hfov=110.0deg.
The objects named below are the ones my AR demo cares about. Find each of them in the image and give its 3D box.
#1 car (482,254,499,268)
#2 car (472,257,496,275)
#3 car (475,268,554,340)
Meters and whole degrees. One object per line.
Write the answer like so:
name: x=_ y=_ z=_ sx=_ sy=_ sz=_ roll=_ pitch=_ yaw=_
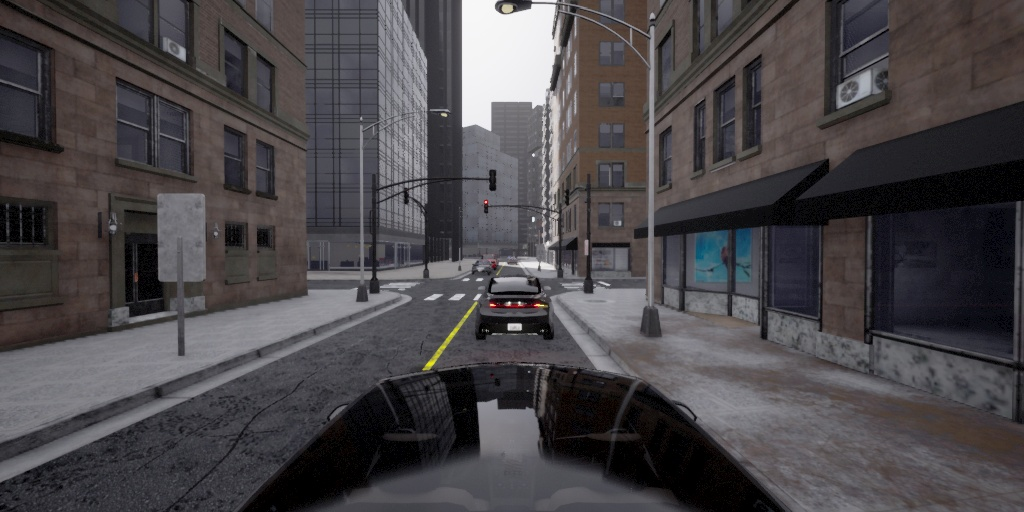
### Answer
car: x=-3.150 y=0.808 z=48.281 sx=2.150 sy=2.045 sz=5.566 roll=0 pitch=1 yaw=0
car: x=-3.133 y=1.162 z=37.976 sx=2.128 sy=1.511 sz=4.902 roll=0 pitch=0 yaw=0
car: x=0.070 y=1.252 z=9.987 sx=1.837 sy=1.490 sz=4.892 roll=0 pitch=0 yaw=0
